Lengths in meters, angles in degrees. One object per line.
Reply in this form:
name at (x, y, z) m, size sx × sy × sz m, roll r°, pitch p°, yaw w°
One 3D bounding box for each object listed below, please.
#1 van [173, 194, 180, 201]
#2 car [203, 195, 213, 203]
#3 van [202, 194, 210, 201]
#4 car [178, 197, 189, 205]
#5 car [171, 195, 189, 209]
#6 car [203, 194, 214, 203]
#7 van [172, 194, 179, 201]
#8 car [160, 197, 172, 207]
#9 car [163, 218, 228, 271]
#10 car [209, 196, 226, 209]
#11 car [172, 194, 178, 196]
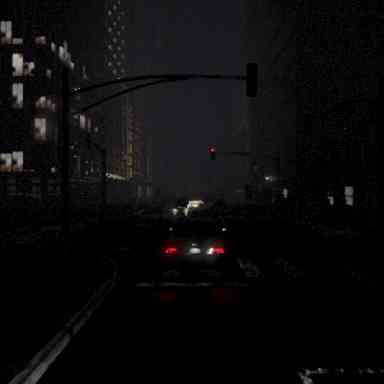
van at (-4.318, 1.426, 91.493) m, size 1.690 × 1.788 × 3.998 m, roll 0°, pitch 0°, yaw 0°
car at (3.656, 1.523, 74.956) m, size 1.967 × 1.590 × 4.097 m, roll 0°, pitch 0°, yaw 0°
van at (3.593, 1.426, 86.011) m, size 1.690 × 1.788 × 3.998 m, roll 0°, pitch 0°, yaw 0°
car at (-1.612, 1.681, 64.027) m, size 1.895 × 1.301 × 4.718 m, roll 0°, pitch 0°, yaw 0°
car at (-1.590, 1.549, 48.246) m, size 1.882 × 1.535 × 5.008 m, roll 0°, pitch 0°, yaw 0°
car at (3.688, 1.397, 69.428) m, size 2.192 × 1.841 × 5.009 m, roll 0°, pitch 0°, yaw 0°
van at (-4.287, 1.425, 85.966) m, size 1.690 × 1.788 × 3.998 m, roll 0°, pitch 0°, yaw 0°
car at (-4.098, 1.657, 52.800) m, size 1.802 × 1.307 × 4.206 m, roll 0°, pitch 0°, yaw 0°
car at (0.169, 1.569, 11.003) m, size 2.033 × 1.411 × 5.357 m, roll 0°, pitch 0°, yaw 2°
car at (3.863, 1.637, 47.319) m, size 1.947 × 1.339 × 4.313 m, roll 0°, pitch 0°, yaw 0°
car at (-4.192, 1.648, 69.383) m, size 1.947 × 1.339 × 4.313 m, roll 0°, pitch 0°, yaw 0°
